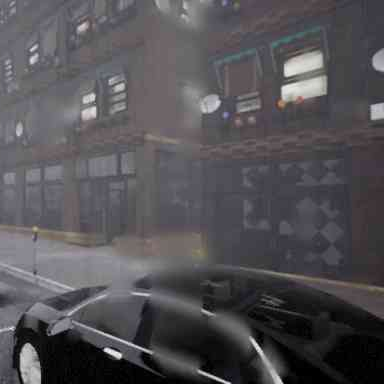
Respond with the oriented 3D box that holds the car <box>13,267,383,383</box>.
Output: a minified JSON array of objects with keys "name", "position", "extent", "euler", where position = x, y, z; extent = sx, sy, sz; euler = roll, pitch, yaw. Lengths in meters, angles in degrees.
[{"name":"car","position":[-0.065,1.557,3.379],"extent":[4.892,1.490,1.837],"euler":[0,-1,40]}]
